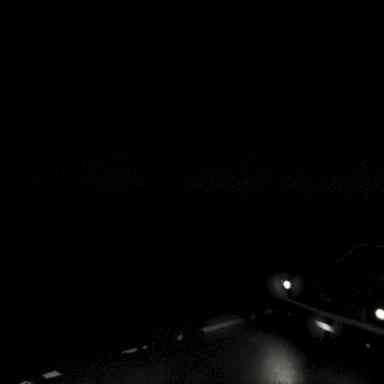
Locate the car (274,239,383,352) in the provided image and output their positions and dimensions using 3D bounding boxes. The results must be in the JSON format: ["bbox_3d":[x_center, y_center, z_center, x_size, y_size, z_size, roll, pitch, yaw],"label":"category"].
[{"bbox_3d":[3.675,1.605,5.965,4.718,1.301,1.895,1,1,-35],"label":"car"}]
